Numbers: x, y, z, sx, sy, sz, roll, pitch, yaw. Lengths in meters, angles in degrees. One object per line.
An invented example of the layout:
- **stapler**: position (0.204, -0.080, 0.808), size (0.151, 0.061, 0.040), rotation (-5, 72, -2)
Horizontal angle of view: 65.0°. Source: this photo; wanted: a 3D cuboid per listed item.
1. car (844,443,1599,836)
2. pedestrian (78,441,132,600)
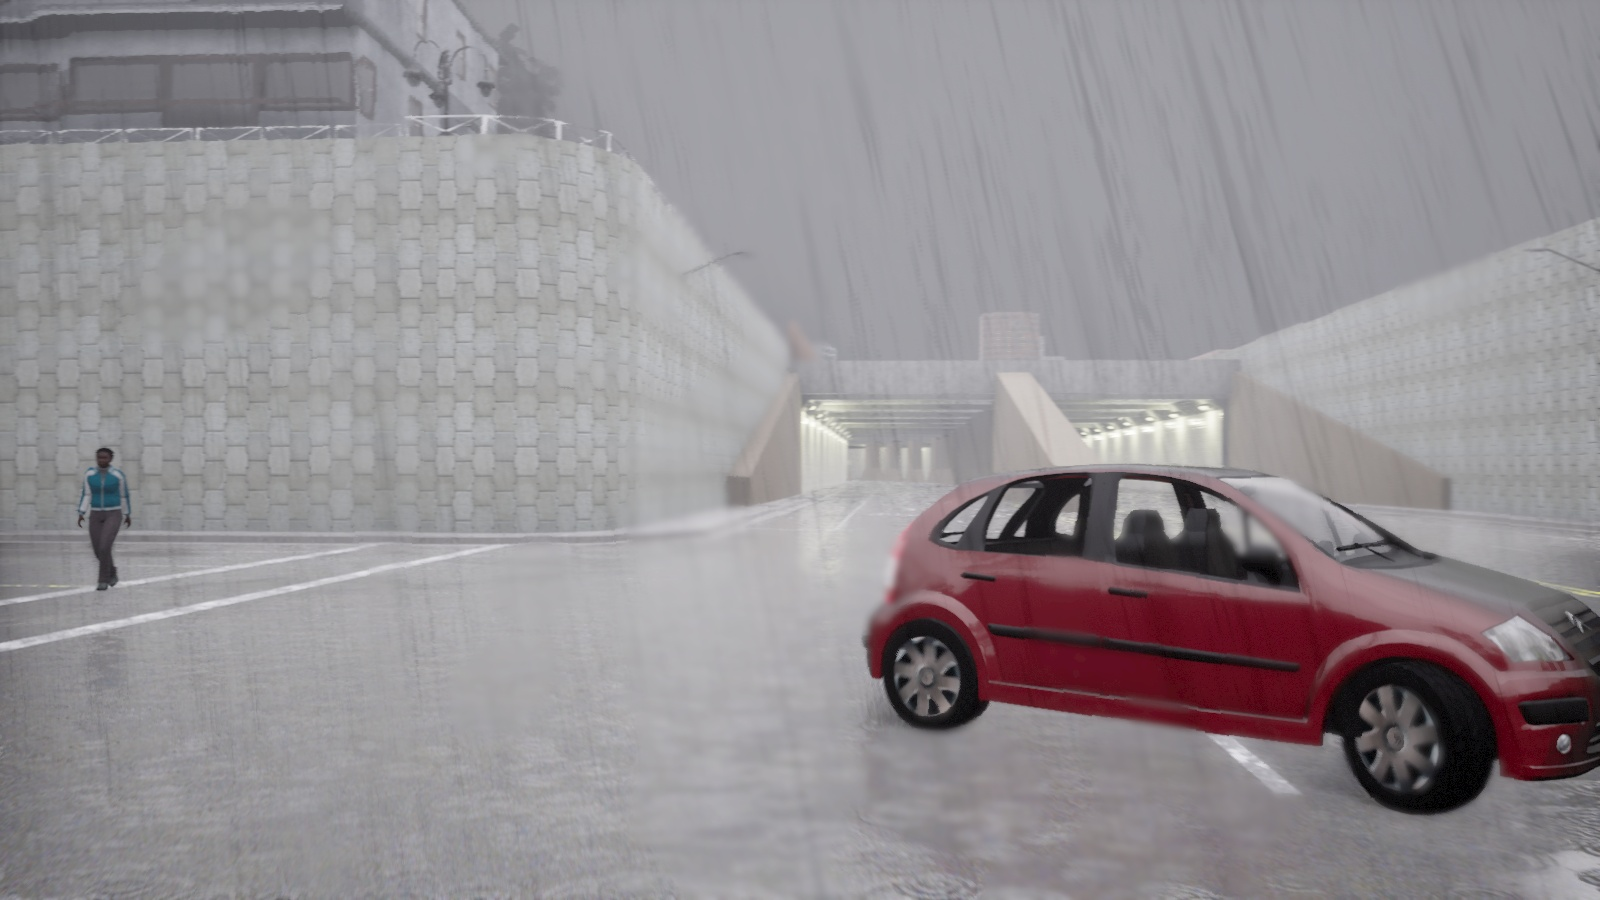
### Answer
- **car**: position (2.384, 0.820, 7.204), size (3.988, 1.617, 1.851), rotation (-1, -1, 42)
- **pedestrian**: position (-8.628, 0.863, 15.611), size (0.396, 1.930, 0.692), rotation (0, -1, -12)
